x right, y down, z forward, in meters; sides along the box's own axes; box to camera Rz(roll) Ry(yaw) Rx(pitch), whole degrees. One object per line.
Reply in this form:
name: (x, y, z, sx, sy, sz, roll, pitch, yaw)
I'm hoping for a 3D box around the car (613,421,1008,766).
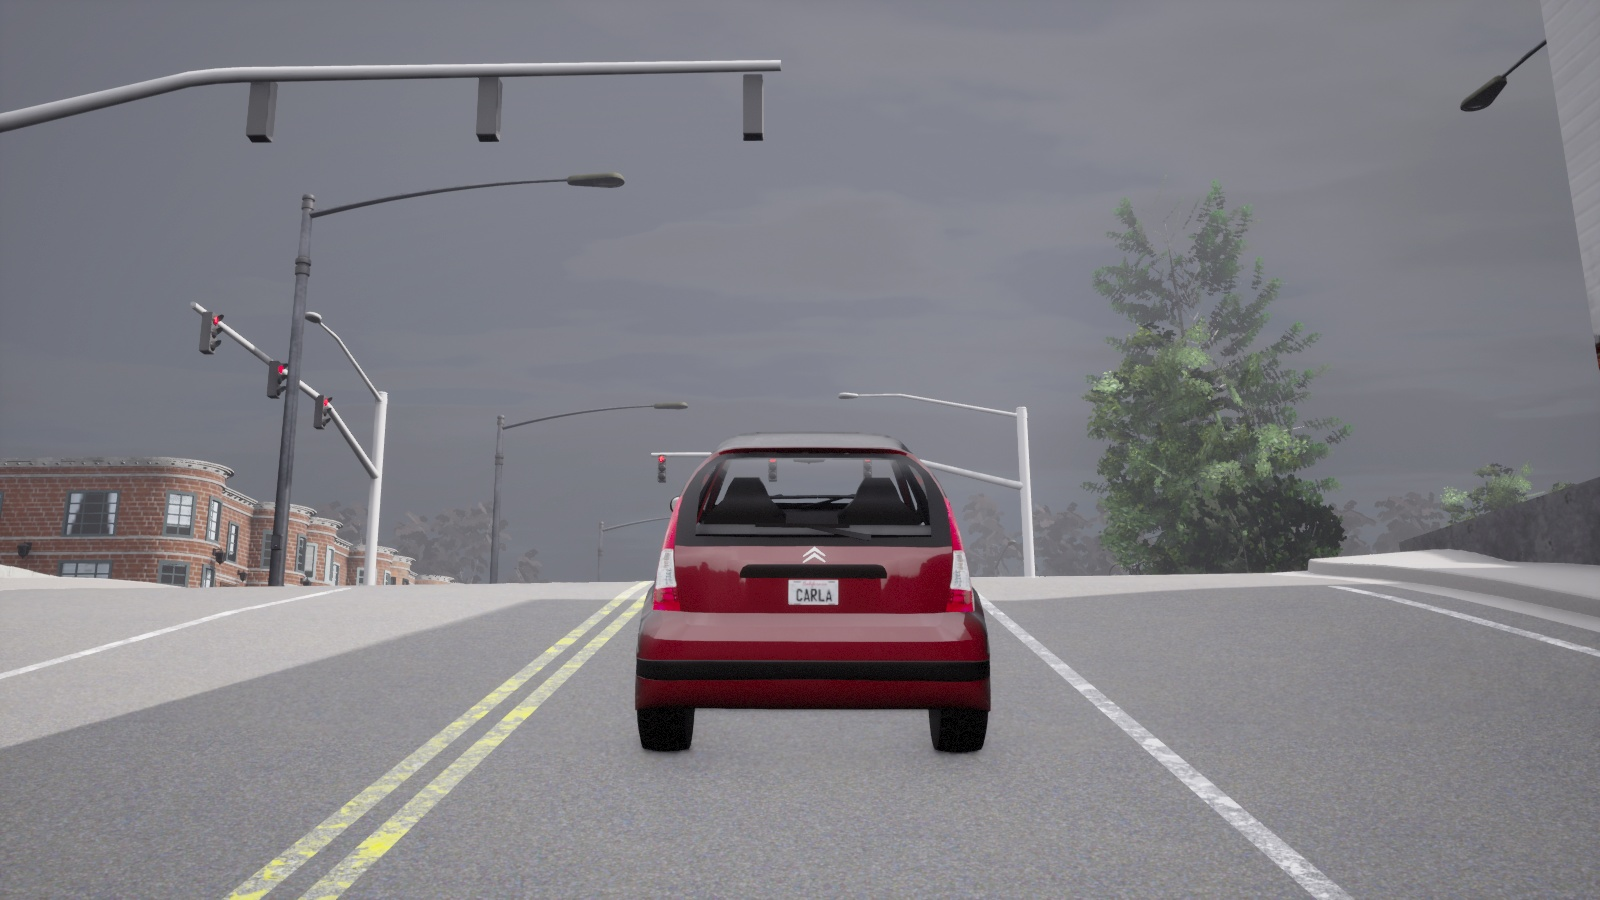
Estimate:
car: (0.051, 0.677, 7.902, 1.851, 1.617, 3.988, 0, 0, 0)
